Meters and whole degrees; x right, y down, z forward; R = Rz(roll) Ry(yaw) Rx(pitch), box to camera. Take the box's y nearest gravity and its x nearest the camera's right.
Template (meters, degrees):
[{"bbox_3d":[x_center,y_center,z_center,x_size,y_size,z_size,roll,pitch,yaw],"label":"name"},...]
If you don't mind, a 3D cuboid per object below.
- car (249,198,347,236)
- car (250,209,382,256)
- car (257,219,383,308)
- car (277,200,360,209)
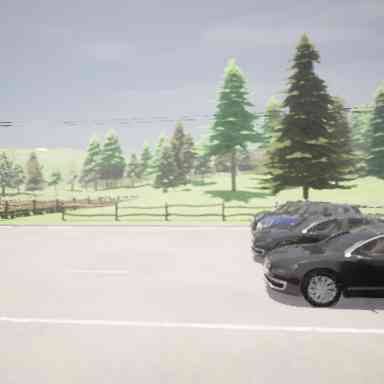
[{"bbox_3d":[5.362,1.244,17.424,4.553,1.767,2.097,0,0,6],"label":"car"},{"bbox_3d":[4.343,1.429,10.492,4.892,1.490,1.837,0,0,6],"label":"car"},{"bbox_3d":[4.005,1.444,7.008,4.892,1.490,1.837,0,0,6],"label":"car"},{"bbox_3d":[5.018,1.259,13.941,4.553,1.767,2.097,0,0,6],"label":"car"}]
